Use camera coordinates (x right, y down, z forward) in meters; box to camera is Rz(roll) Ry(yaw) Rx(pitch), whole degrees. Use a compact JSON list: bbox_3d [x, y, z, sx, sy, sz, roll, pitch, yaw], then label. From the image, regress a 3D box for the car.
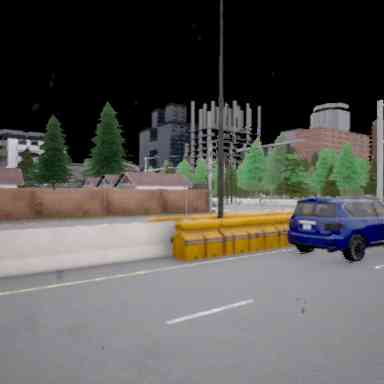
[{"bbox_3d":[5.970,1.242,12.368,5.566,2.045,2.150,0,0,-34],"label":"car"}]
